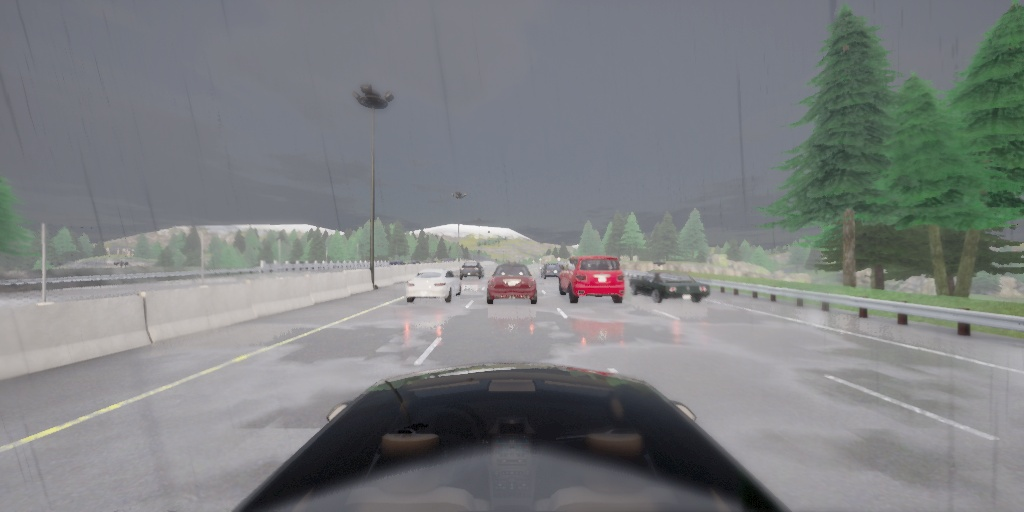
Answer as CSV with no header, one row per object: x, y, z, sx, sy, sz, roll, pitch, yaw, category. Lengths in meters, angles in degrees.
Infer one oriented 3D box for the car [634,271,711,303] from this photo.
7.000,1.367,16.532,1.895,1.301,4.718,0,0,0,car

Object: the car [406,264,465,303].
-3.500,1.284,16.502,1.812,1.442,4.674,0,0,0,car

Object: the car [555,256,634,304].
3.500,1.009,16.533,2.150,2.045,5.566,0,0,0,car

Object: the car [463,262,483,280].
-3.467,1.250,31.490,2.128,1.511,4.902,0,0,0,car

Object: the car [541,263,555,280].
3.533,1.318,31.471,2.033,1.411,5.357,0,0,0,car

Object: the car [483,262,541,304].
0.000,1.117,16.472,2.097,1.767,4.553,0,0,0,car
